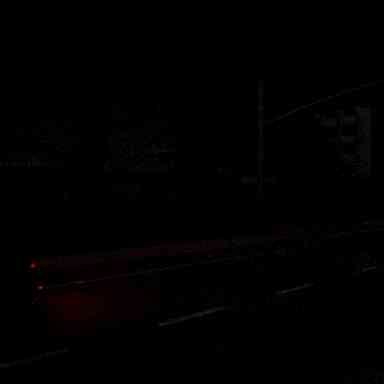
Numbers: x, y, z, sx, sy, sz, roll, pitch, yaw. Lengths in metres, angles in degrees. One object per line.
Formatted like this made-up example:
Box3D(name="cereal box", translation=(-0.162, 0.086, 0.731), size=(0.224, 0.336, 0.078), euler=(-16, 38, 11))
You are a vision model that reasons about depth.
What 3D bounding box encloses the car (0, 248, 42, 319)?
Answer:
Box3D(name="car", translation=(-4.858, 1.495, 4.821), size=(4.902, 1.511, 2.128), euler=(0, 0, -35))
